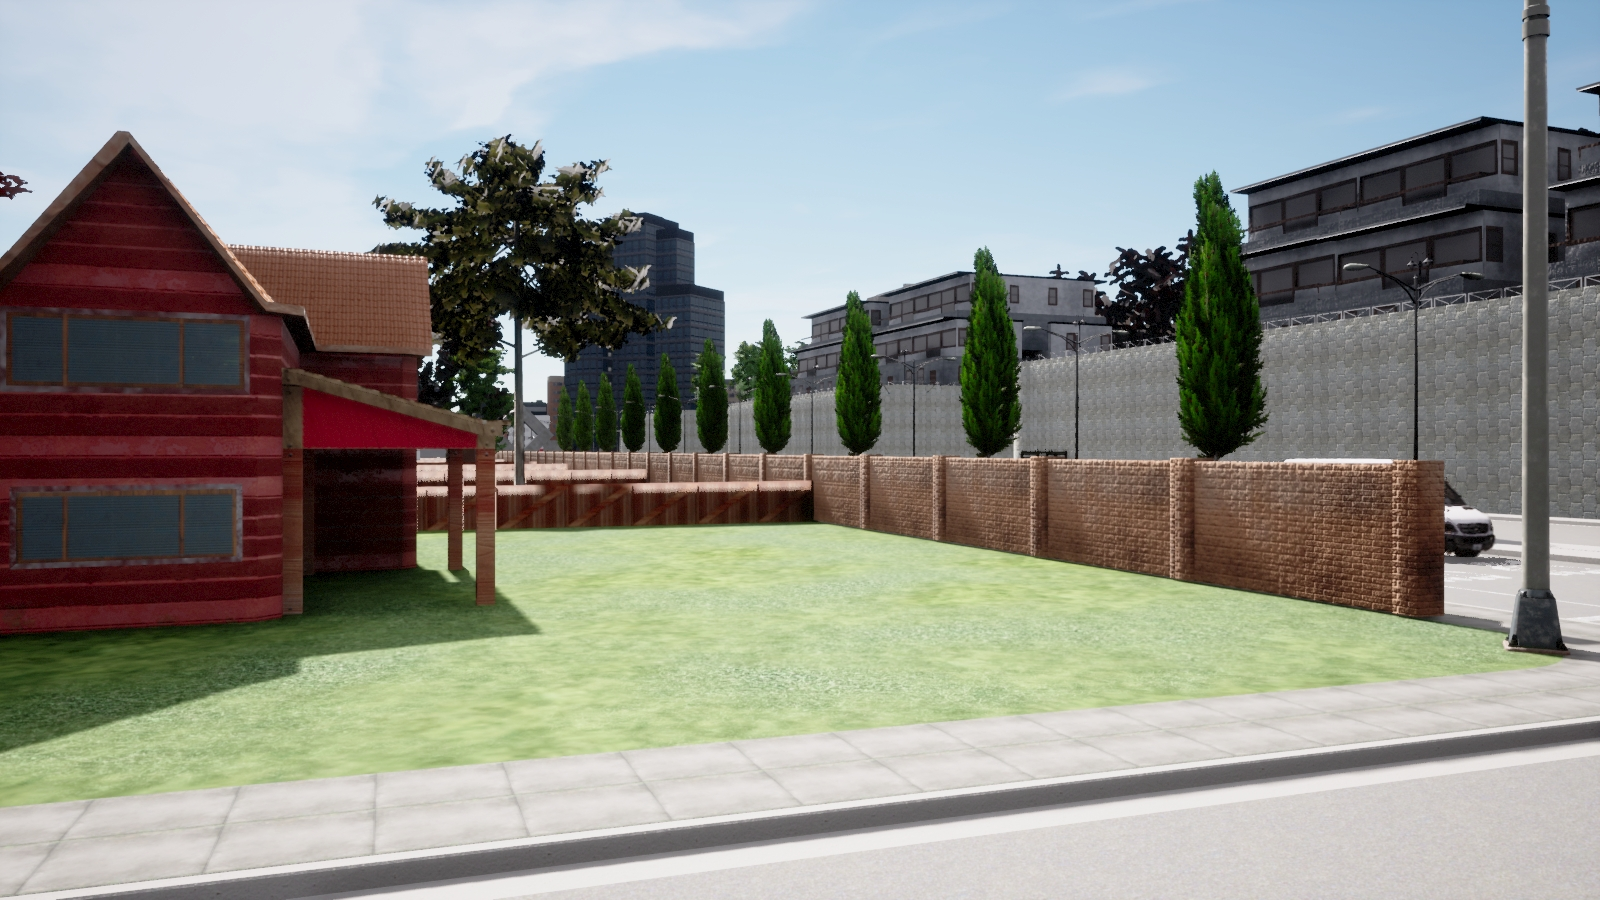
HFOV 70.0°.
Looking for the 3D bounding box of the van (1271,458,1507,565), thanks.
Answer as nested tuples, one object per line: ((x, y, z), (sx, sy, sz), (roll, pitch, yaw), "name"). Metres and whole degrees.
((15.847, 1.534, 31.221), (1.988, 2.561, 5.915), (0, 0, -21), "van")
